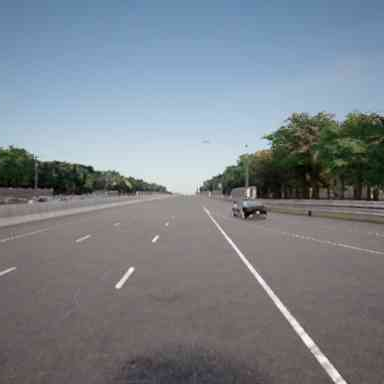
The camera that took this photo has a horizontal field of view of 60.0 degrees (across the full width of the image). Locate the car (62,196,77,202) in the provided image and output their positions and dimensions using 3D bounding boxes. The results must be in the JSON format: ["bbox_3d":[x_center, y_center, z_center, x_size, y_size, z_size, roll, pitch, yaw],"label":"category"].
[{"bbox_3d":[-28.029,1.601,76.089,1.812,1.442,4.674,0,0,0],"label":"car"}]

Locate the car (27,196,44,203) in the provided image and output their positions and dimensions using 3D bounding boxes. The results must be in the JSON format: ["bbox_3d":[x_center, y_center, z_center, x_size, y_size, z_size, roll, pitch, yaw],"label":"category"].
[{"bbox_3d":[-28.033,1.558,60.372,2.128,1.511,4.902,0,0,0],"label":"car"}]

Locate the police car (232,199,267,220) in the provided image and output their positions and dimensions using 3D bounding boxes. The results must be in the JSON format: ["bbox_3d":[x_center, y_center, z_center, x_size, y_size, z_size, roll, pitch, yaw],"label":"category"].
[{"bbox_3d":[4.839,1.440,28.989,1.930,1.638,5.238,-1,0,-9],"label":"police car"}]

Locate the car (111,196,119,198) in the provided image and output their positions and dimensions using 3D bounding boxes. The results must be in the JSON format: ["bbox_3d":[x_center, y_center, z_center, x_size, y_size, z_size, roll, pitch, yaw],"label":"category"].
[{"bbox_3d":[-17.529,1.630,76.592,1.994,1.385,4.181,0,0,0],"label":"car"}]

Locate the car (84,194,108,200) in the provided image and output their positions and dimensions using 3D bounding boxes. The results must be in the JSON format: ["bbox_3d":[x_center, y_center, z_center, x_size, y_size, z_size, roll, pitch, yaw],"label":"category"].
[{"bbox_3d":[-17.552,1.536,61.147,1.882,1.535,5.008,0,0,1],"label":"car"}]

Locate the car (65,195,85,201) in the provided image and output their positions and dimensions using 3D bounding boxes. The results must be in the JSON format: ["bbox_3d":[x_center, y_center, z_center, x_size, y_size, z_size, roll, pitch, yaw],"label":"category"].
[{"bbox_3d":[-21.046,1.536,61.170,1.882,1.535,5.008,0,0,1],"label":"car"}]

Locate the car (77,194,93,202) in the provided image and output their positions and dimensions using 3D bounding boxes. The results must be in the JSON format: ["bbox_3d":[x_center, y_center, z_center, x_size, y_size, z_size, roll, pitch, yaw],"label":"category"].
[{"bbox_3d":[-24.529,1.432,76.544,2.097,1.767,4.553,0,0,0],"label":"car"}]

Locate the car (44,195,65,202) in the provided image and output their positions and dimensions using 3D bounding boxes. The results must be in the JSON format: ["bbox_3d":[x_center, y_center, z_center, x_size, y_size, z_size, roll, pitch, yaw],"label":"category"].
[{"bbox_3d":[-24.540,1.411,60.827,2.097,1.767,4.553,0,0,0],"label":"car"}]

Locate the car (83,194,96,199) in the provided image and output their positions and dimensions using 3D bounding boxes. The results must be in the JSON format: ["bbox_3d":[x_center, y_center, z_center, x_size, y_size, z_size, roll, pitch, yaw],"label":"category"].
[{"bbox_3d":[-28.034,1.251,91.128,2.128,1.511,4.902,0,0,0],"label":"car"}]
